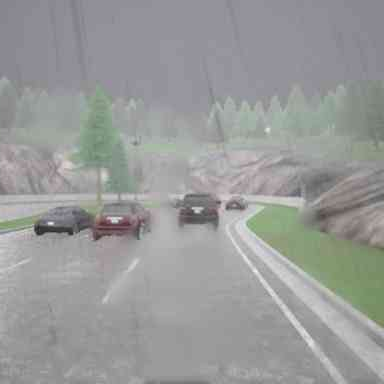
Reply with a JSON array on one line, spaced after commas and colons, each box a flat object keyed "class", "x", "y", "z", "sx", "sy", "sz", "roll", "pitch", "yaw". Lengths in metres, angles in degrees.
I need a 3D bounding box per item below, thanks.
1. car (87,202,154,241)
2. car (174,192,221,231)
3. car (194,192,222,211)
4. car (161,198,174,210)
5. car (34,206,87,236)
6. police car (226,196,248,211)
[{"class": "car", "x": -3.190, "y": 1.253, "z": 16.231, "sx": 2.097, "sy": 1.767, "sz": 4.553, "roll": 0, "pitch": 0, "yaw": 2}, {"class": "car", "x": 0.538, "y": 1.099, "z": 19.893, "sx": 2.150, "sy": 2.045, "sz": 5.566, "roll": 0, "pitch": 0, "yaw": 5}, {"class": "car", "x": 1.967, "y": 0.983, "z": 39.251, "sx": 2.150, "sy": 2.045, "sz": 5.566, "roll": 0, "pitch": 0, "yaw": 16}, {"class": "car", "x": -1.901, "y": 1.366, "z": 38.526, "sx": 1.895, "sy": 1.301, "sz": 4.718, "roll": 0, "pitch": 0, "yaw": 15}, {"class": "car", "x": -6.601, "y": 1.455, "z": 17.808, "sx": 1.994, "sy": 1.385, "sz": 4.181, "roll": 0, "pitch": 0, "yaw": 3}, {"class": "police car", "x": 5.158, "y": 1.275, "z": 37.684, "sx": 2.038, "sy": 1.542, "sz": 4.974, "roll": 0, "pitch": 0, "yaw": 16}]
